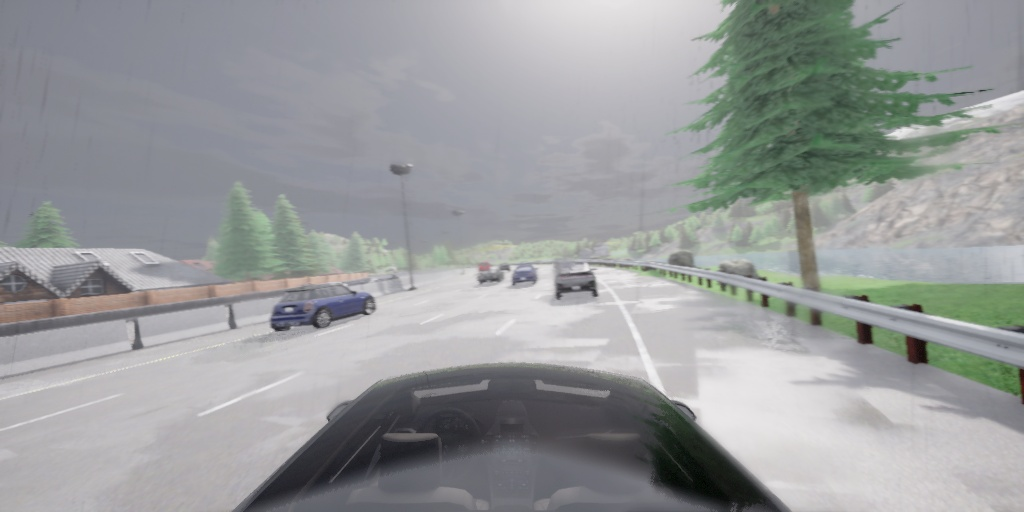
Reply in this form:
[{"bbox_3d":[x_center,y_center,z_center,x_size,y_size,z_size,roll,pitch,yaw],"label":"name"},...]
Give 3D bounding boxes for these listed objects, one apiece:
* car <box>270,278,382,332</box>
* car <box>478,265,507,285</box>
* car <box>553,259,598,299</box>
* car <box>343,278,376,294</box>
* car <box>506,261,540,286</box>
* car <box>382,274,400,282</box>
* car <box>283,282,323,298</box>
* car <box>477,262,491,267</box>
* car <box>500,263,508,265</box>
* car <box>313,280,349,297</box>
[{"bbox_3d":[-8.005,2.044,15.684,2.097,1.767,4.553,-6,-1,12],"label":"car"},{"bbox_3d":[-1.783,1.820,32.525,1.895,1.301,4.718,-6,-1,6],"label":"car"},{"bbox_3d":[3.032,1.075,17.167,2.128,1.511,4.902,-6,0,10],"label":"car"},{"bbox_3d":[-18.537,3.632,43.739,1.994,1.385,4.181,-6,-1,2],"label":"car"},{"bbox_3d":[1.053,1.407,27.399,1.812,1.442,4.674,-6,0,8],"label":"car"},{"bbox_3d":[-15.095,2.919,43.604,1.812,1.442,4.674,-6,-1,2],"label":"car"},{"bbox_3d":[-25.517,4.144,43.988,1.895,1.301,4.718,-6,-1,2],"label":"car"},{"bbox_3d":[-4.869,2.043,63.255,2.150,2.045,5.566,-5,-1,-5],"label":"car"},{"bbox_3d":[-1.309,1.952,61.656,1.837,1.490,4.892,-5,0,-5],"label":"car"},{"bbox_3d":[-22.020,3.950,43.878,1.812,1.442,4.674,-6,-1,2],"label":"car"}]
